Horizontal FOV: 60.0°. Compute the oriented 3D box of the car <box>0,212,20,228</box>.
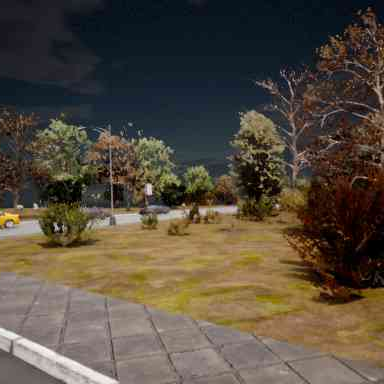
[{"bbox_3d":[-17.073,2.369,27.674,1.882,1.535,5.008,-3,-2,33],"label":"car"}]

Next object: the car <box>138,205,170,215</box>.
[{"bbox_3d":[-5.178,2.521,46.369,2.033,1.411,5.357,-3,-2,32],"label":"car"}]

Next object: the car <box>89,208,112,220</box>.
[{"bbox_3d":[-11.314,2.464,36.592,2.033,1.411,5.357,-3,-2,32],"label":"car"}]
